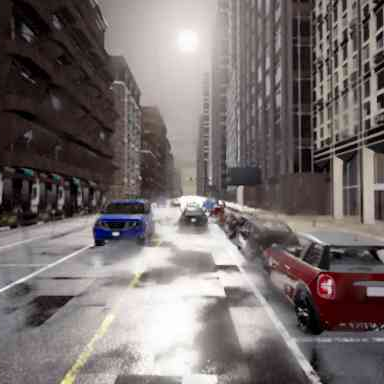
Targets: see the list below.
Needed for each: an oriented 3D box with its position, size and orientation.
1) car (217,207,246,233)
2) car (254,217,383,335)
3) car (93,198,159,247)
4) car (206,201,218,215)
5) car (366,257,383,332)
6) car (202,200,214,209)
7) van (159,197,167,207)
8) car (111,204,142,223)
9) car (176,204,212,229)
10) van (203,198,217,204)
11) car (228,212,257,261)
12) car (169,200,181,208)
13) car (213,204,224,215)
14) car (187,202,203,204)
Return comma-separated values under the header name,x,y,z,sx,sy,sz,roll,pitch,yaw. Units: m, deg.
name,x,y,z,sx,sy,sz,roll,pitch,yaw
car,2.703,1.720,18.129,2.008,1.369,4.403,1,-1,0
car,2.704,1.505,6.828,1.967,1.590,4.097,1,-1,0
car,-3.101,1.374,16.307,2.150,2.045,5.566,0,-1,0
car,2.703,1.907,35.082,1.802,1.307,4.206,1,-1,0
car,2.704,1.453,1.178,1.967,1.590,4.097,1,-1,0
car,2.704,2.113,57.685,1.802,1.307,4.206,1,-1,0
van,-5.759,1.924,63.371,1.690,1.788,3.998,1,-1,0
car,-5.677,1.797,29.264,1.752,1.417,4.829,1,-1,0
car,0.100,1.782,23.319,1.994,1.385,4.181,0,0,0
van,2.707,1.769,46.386,1.690,1.788,3.998,1,-1,0
car,2.702,1.668,12.478,2.008,1.369,4.403,1,-1,0
car,-2.998,2.160,60.760,1.994,1.385,4.181,0,-1,0
car,2.702,1.804,23.779,1.802,1.307,4.206,1,-1,0
car,0.101,1.988,41.973,1.895,1.301,4.718,0,-1,0
